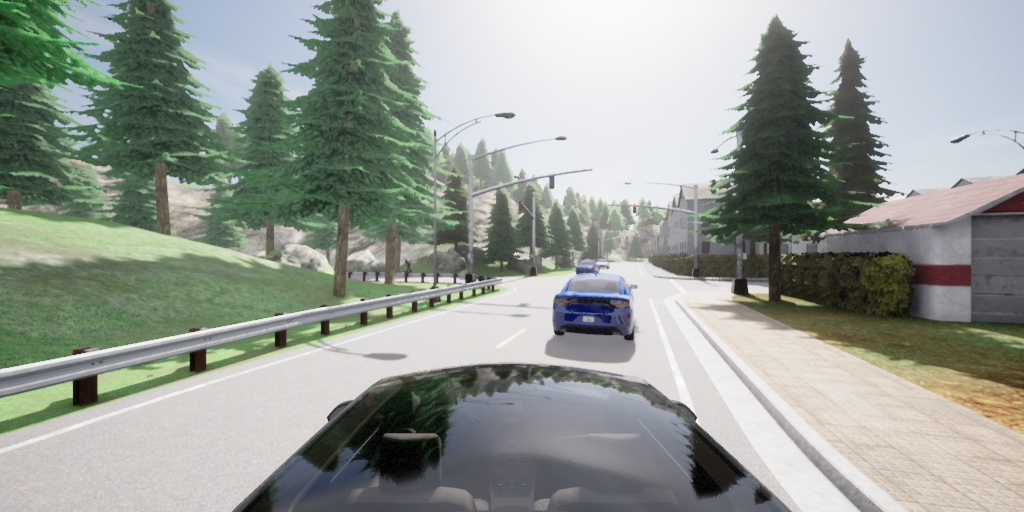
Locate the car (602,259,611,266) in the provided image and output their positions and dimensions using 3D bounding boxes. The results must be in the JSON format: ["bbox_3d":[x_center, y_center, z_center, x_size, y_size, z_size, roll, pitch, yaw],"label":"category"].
[{"bbox_3d":[13.643,1.244,54.005,1.812,1.442,4.674,0,0,19],"label":"car"}]

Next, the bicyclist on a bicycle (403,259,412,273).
[{"bbox_3d":[-11.150,1.144,38.207,0.582,1.620,1.656,-2,5,18],"label":"bicyclist on a bicycle"}]

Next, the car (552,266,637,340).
[{"bbox_3d":[2.449,1.223,10.126,1.882,1.535,5.008,0,0,19],"label":"car"}]

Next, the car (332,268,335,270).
[{"bbox_3d":[-18.779,1.293,33.394,5.357,1.411,2.033,0,0,19],"label":"car"}]

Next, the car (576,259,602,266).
[{"bbox_3d":[7.841,1.206,37.289,1.882,1.535,5.008,0,0,19],"label":"car"}]
